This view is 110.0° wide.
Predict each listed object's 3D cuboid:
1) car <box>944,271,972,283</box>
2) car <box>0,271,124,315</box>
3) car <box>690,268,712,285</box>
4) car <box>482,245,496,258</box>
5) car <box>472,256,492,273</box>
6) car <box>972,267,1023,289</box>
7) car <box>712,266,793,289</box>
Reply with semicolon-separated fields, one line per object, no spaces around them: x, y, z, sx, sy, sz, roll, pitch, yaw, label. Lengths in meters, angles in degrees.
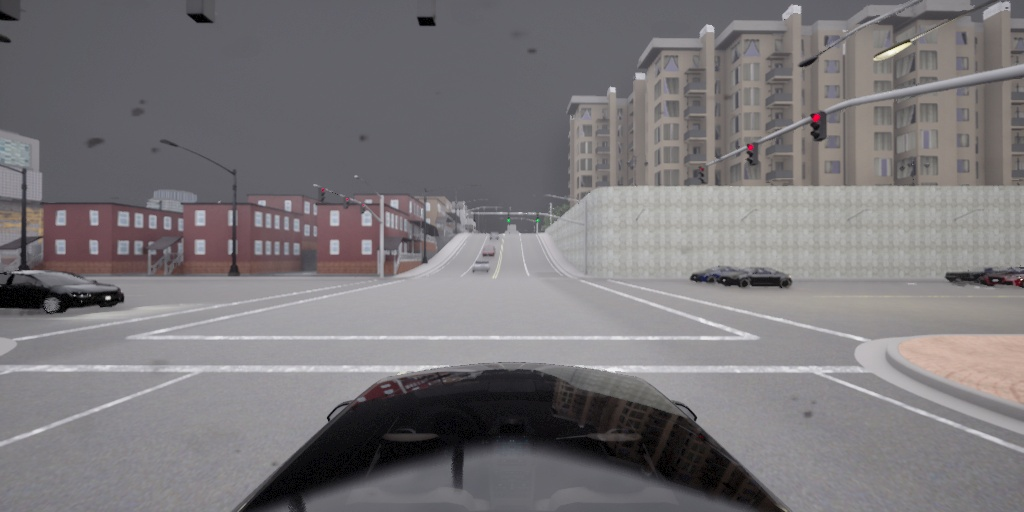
36.299;1.500;27.370;4.718;1.301;1.895;0;0;0;car
-17.593;1.323;13.473;4.892;1.490;1.837;0;0;0;car
15.976;1.464;27.451;4.181;1.385;1.994;0;0;-1;car
-3.567;-0.806;55.722;1.882;1.535;5.008;0;11;0;car
-3.579;1.152;42.032;1.895;1.301;4.718;0;4;0;car
34.204;1.443;23.878;4.181;1.385;1.994;0;0;0;car
16.152;1.443;23.946;4.181;1.385;1.994;0;0;0;car
